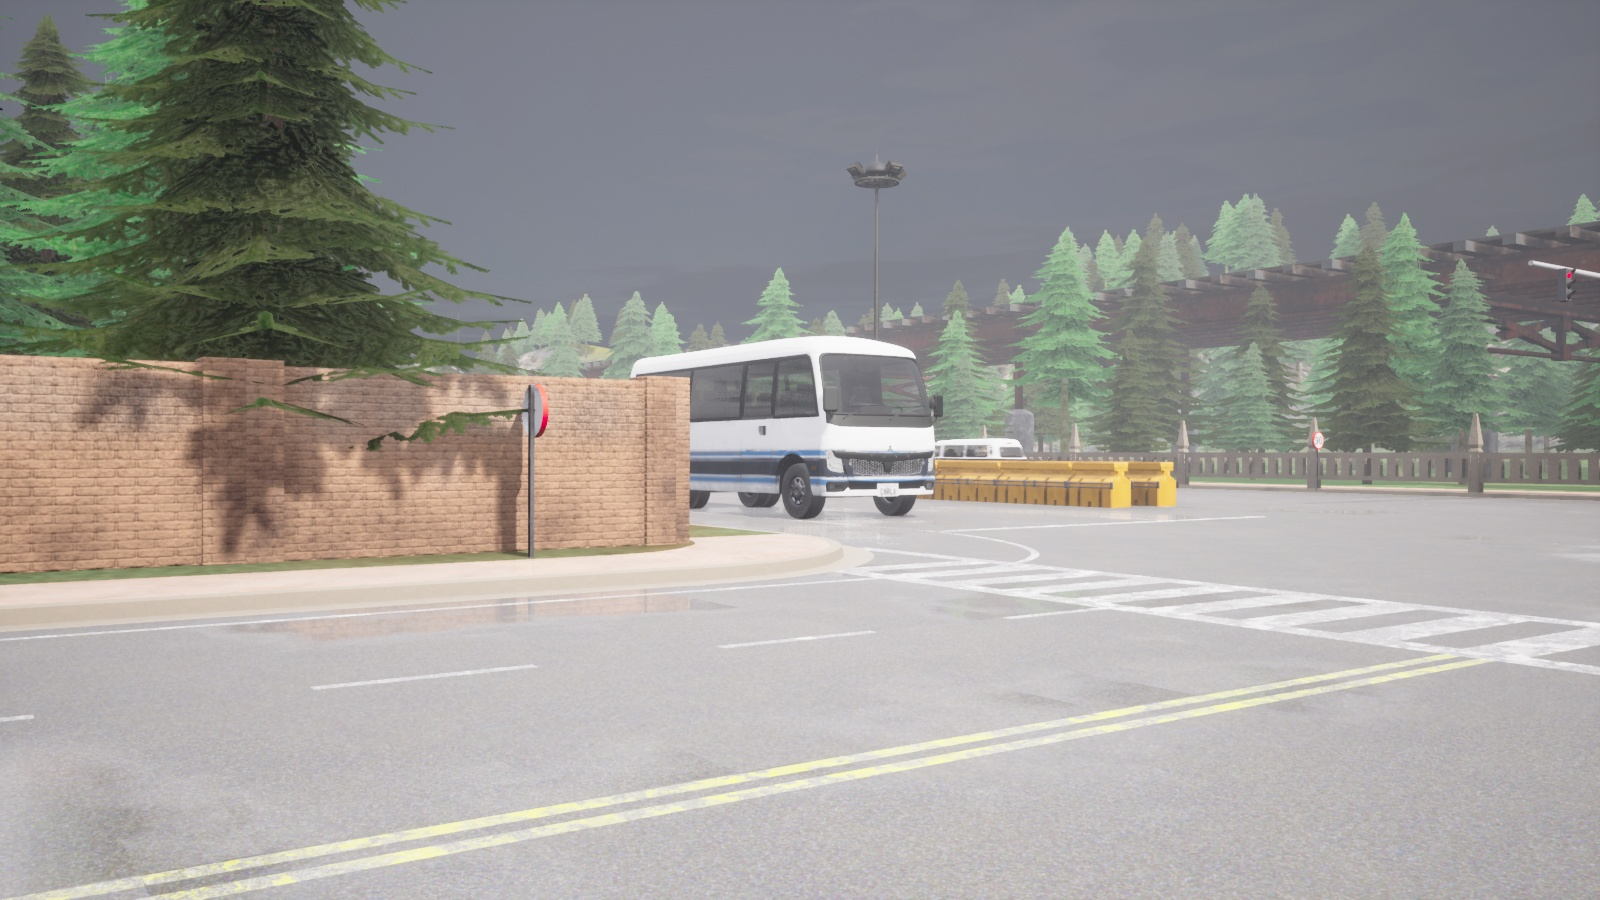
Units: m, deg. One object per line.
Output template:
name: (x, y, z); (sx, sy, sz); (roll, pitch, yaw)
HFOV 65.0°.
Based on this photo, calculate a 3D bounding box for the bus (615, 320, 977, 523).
bus: (-0.549, -0.553, 31.583); (3.944, 4.253, 10.273); (0, 0, -35)

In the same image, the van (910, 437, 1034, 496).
van: (6.289, 0.570, 46.326); (2.069, 2.038, 4.480); (0, 0, -35)
